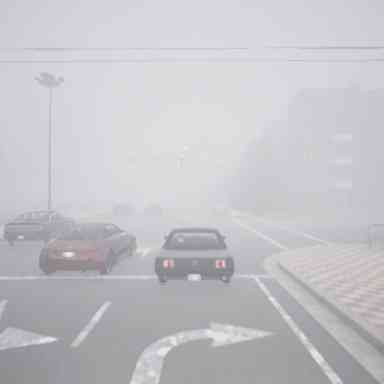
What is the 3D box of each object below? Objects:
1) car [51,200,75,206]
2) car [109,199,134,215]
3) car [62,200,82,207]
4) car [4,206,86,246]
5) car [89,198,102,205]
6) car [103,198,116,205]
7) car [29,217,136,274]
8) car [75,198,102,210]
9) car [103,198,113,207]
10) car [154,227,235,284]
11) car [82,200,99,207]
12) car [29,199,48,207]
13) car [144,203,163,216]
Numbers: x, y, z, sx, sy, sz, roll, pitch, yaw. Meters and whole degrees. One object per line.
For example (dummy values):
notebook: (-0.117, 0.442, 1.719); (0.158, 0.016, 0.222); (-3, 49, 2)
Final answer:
car: (-19.845, 2.026, 52.155); (2.128, 1.511, 4.902); (0, -1, 0)
car: (-7.891, 1.875, 38.772); (1.882, 1.535, 5.008); (0, -1, -2)
car: (-23.334, 2.206, 65.004); (2.033, 1.411, 5.357); (0, -1, 0)
car: (-7.056, 1.657, 16.057); (2.128, 1.511, 4.902); (0, -1, -1)
car: (-23.337, 2.195, 80.592); (1.882, 1.535, 5.008); (0, -1, 0)
car: (-19.837, 2.236, 79.966); (1.837, 1.490, 4.892); (0, -1, 0)
car: (-3.201, 1.678, 10.986); (1.994, 1.385, 4.181); (0, -1, 4)
car: (-16.347, 2.045, 52.776); (1.837, 1.490, 4.892); (0, 0, 0)
car: (-16.334, 2.227, 66.441); (2.033, 1.411, 5.357); (0, -1, 0)
car: (0.095, 1.703, 9.895); (1.895, 1.301, 4.718); (0, -1, 1)
car: (-19.840, 2.223, 65.011); (1.994, 1.385, 4.181); (0, -1, 0)
car: (-23.335, 1.880, 51.445); (2.097, 1.767, 4.553); (0, -1, 0)
car: (-4.354, 1.952, 37.871); (1.994, 1.385, 4.181); (0, -1, -2)
